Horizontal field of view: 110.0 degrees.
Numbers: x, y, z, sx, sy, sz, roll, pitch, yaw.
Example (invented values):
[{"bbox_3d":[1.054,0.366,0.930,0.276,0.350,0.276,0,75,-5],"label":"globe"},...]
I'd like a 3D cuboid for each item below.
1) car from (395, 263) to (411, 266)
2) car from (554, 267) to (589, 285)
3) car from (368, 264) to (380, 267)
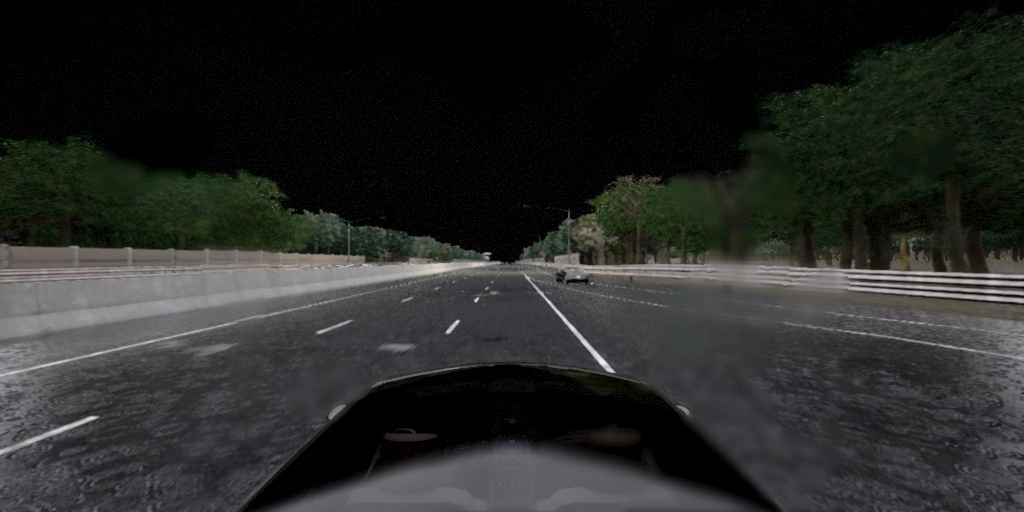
[{"bbox_3d":[-17.575,1.974,55.530,1.994,1.385,4.181,0,-1,0],"label":"car"},{"bbox_3d":[4.947,1.651,30.267,1.994,1.385,4.181,0,-1,-9],"label":"car"},{"bbox_3d":[-21.068,1.971,55.276,1.994,1.385,4.181,0,-1,0],"label":"car"}]
